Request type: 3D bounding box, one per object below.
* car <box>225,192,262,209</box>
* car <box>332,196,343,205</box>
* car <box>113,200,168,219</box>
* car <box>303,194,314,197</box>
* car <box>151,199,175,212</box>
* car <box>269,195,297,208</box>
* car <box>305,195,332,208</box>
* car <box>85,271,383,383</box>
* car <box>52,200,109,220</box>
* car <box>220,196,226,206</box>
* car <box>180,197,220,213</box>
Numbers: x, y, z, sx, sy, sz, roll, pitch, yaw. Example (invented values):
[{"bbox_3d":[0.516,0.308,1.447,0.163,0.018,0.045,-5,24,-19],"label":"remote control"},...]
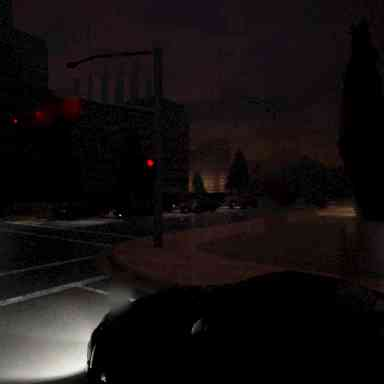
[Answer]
[{"bbox_3d":[7.016,1.221,45.069,2.150,2.045,5.566,0,0,36],"label":"car"},{"bbox_3d":[24.487,1.492,56.901,2.128,1.511,4.902,0,0,36],"label":"car"},{"bbox_3d":[-4.600,1.601,29.079,1.895,1.301,4.718,0,0,36],"label":"car"},{"bbox_3d":[21.366,1.505,58.559,1.837,1.490,4.892,0,0,36],"label":"car"},{"bbox_3d":[-3.884,1.505,36.023,1.837,1.490,4.892,0,0,36],"label":"car"},{"bbox_3d":[13.310,1.548,47.458,2.033,1.411,5.357,0,0,36],"label":"car"},{"bbox_3d":[18.610,1.564,48.816,1.994,1.385,4.181,0,0,37],"label":"car"},{"bbox_3d":[0.837,1.564,3.403,4.181,1.385,1.994,0,0,35],"label":"car"},{"bbox_3d":[-9.403,1.478,28.435,1.882,1.535,5.008,0,0,36],"label":"car"},{"bbox_3d":[1.854,1.547,43.926,2.033,1.411,5.357,0,0,36],"label":"car"},{"bbox_3d":[0.717,1.352,36.409,2.097,1.767,4.553,0,0,36],"label":"car"}]
